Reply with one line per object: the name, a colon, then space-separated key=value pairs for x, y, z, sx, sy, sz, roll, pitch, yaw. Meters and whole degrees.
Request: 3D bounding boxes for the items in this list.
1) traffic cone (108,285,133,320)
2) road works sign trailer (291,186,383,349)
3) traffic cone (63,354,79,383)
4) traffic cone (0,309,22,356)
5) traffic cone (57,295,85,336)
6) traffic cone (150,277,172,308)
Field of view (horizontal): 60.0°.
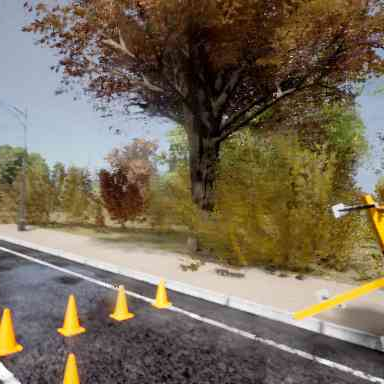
traffic cone: x=-1.350 y=2.070 z=6.338 sx=0.340 sy=0.580 sz=0.340 roll=0 pitch=-2 yaw=44
road works sign trailer: x=2.778 y=1.046 z=3.140 sx=2.880 sy=2.380 sz=3.560 roll=-19 pitch=-3 yaw=-7
traffic cone: x=-1.281 y=2.014 z=3.511 sx=0.340 sy=0.580 sz=0.340 roll=0 pitch=-2 yaw=44
traffic cone: x=-2.728 y=2.018 z=4.891 sx=0.340 sy=0.580 sz=0.340 roll=0 pitch=-2 yaw=44
traffic cone: x=-2.039 y=2.044 z=5.614 sx=0.340 sy=0.580 sz=0.340 roll=0 pitch=-2 yaw=44
traffic cone: x=-0.660 y=2.096 z=7.061 sx=0.340 sy=0.580 sz=0.340 roll=0 pitch=-2 yaw=44
